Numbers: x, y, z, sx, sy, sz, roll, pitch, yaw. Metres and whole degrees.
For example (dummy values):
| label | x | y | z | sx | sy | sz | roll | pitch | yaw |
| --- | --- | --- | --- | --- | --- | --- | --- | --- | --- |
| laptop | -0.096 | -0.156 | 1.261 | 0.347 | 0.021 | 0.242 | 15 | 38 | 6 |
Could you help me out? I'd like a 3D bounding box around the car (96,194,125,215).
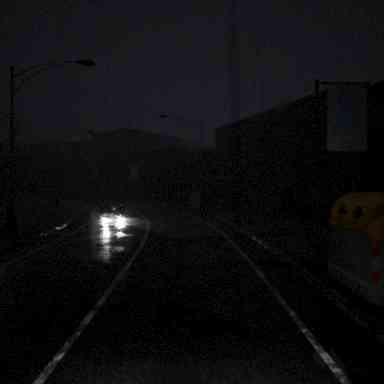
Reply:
| label | x | y | z | sx | sy | sz | roll | pitch | yaw |
| --- | --- | --- | --- | --- | --- | --- | --- | --- | --- |
| car | -6.592 | 0.939 | 26.792 | 2.128 | 1.511 | 4.902 | 0 | 1 | -21 |
